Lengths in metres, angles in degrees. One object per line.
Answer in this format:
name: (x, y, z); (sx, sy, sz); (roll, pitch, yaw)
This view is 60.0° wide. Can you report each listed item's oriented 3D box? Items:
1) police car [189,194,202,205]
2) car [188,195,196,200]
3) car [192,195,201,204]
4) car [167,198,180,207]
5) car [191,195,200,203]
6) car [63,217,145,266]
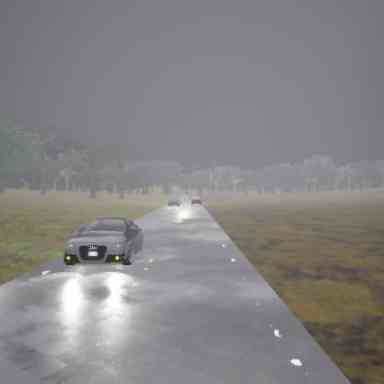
police car: (0.821, 1.517, 59.613); (1.930, 1.638, 5.238); (0, 0, 0)
car: (-0.005, 1.449, 93.858); (2.033, 1.411, 5.357); (0, 0, 0)
car: (0.821, 1.541, 69.693); (1.801, 1.575, 5.366); (0, 0, 0)
car: (-2.823, 1.640, 52.178); (2.033, 1.411, 5.357); (0, 0, 0)
car: (0.821, 1.559, 75.504); (1.882, 1.535, 5.008); (0, 0, 0)
car: (-2.850, 1.592, 11.537); (1.994, 1.385, 4.181); (0, 0, 0)
